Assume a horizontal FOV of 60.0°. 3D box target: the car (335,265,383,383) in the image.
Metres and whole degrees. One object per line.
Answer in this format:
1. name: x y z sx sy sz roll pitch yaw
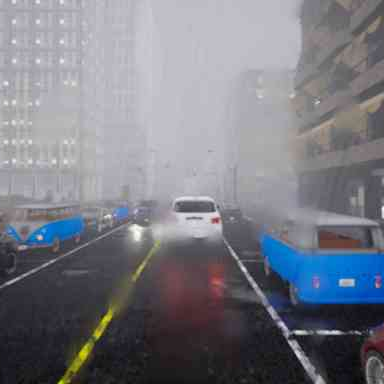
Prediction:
1. car: 2.690 1.580 1.976 1.802 1.307 4.206 0 0 0

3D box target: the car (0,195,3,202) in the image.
1. car: -32.264 0.704 52.285 5.009 1.841 2.192 1 -1 0

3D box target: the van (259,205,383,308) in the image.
1. van: 2.692 1.335 7.625 1.690 1.788 3.998 0 0 0

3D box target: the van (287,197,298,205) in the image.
1. van: 16.943 1.680 52.246 3.998 1.788 1.690 1 -1 0

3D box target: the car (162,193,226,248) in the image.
1. car: 0.096 1.212 14.926 2.150 2.045 5.566 0 0 0

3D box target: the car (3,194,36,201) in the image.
1. car: -26.695 1.078 52.291 4.206 1.307 1.802 1 -1 0

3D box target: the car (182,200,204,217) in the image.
1. car: 0.105 1.545 31.766 1.994 1.385 4.181 0 0 0

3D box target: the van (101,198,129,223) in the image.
1. van: -5.684 1.325 24.573 1.690 1.788 3.998 0 0 0

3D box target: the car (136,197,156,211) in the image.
1. car: -5.681 1.419 41.519 1.967 1.590 4.097 0 0 0

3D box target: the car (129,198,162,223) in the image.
1. car: -3.090 1.336 24.894 2.097 1.767 4.553 0 0 0

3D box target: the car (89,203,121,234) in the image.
1. car: -5.686 1.538 18.924 2.008 1.369 4.403 0 0 0

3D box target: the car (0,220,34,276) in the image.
1. car: -5.688 1.560 7.627 1.947 1.339 4.313 0 0 0

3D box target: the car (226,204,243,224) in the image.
1. car: 2.696 1.535 24.570 2.008 1.369 4.403 0 0 0

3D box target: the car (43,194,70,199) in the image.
1. car: -21.118 1.044 52.305 4.097 1.590 1.967 1 -1 0

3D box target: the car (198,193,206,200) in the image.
1. car: 2.712 1.295 90.645 2.192 1.841 5.009 0 0 0

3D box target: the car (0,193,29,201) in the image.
1. car: -32.347 0.955 60.660 4.206 1.307 1.802 1 -1 0

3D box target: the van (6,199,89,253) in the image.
1. van: -5.688 1.331 13.276 1.690 1.788 3.998 0 0 0
